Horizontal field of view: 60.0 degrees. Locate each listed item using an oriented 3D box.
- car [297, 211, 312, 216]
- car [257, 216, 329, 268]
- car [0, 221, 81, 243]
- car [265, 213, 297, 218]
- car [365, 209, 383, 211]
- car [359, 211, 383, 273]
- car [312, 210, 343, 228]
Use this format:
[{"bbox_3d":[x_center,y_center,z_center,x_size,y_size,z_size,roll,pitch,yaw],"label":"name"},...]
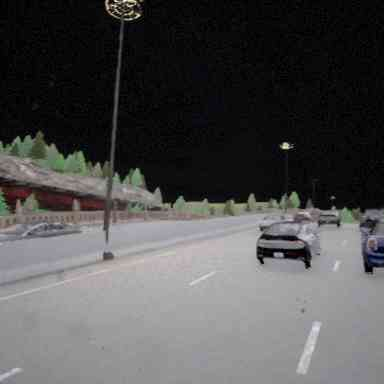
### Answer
[{"bbox_3d":[13.255,2.968,39.514,1.812,1.442,4.674,-2,-4,27],"label":"car"},{"bbox_3d":[3.929,1.913,13.079,2.128,1.511,4.902,-2,-2,27],"label":"car"},{"bbox_3d":[-7.147,2.083,14.847,2.128,1.511,4.902,-2,-2,27],"label":"car"},{"bbox_3d":[6.821,2.461,26.667,1.895,1.301,4.718,-2,-2,27],"label":"car"},{"bbox_3d":[14.840,2.148,27.070,2.097,1.767,4.553,-2,-2,27],"label":"car"},{"bbox_3d":[7.092,1.690,11.588,2.097,1.767,4.553,-2,-2,27],"label":"car"},{"bbox_3d":[12.824,2.450,30.851,2.128,1.511,4.902,-2,-3,27],"label":"car"}]
